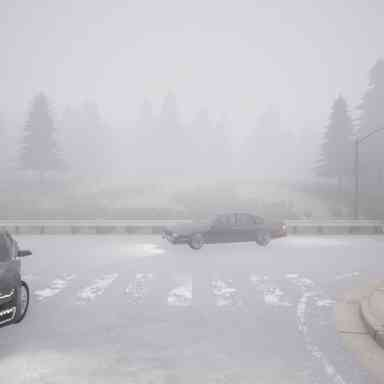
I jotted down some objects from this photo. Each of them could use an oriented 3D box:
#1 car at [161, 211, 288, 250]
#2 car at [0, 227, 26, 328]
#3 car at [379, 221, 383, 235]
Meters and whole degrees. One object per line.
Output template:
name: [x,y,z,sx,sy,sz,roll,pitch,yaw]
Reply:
car: [1.458,1.547,14.297,5.357,1.411,2.033,0,0,-20]
car: [-4.457,1.505,6.656,1.837,1.490,4.892,0,0,-28]
car: [11.237,1.491,15.175,4.902,1.511,2.128,0,0,0]
